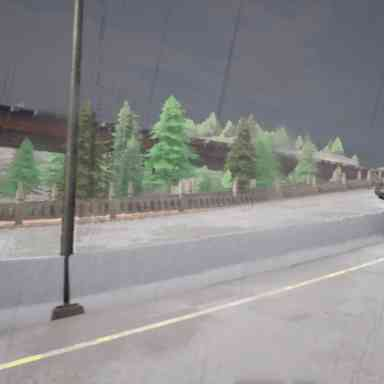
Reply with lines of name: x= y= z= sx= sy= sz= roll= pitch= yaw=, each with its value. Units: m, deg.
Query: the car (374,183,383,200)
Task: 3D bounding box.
car: x=19.308 y=-0.390 z=30.651 sx=5.566 sy=2.045 sz=2.150 roll=-5 pitch=3 yaw=-35

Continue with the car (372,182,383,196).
car: x=22.003 y=-0.437 z=36.859 sx=4.181 sy=1.385 sz=1.994 roll=-5 pitch=3 yaw=-35
